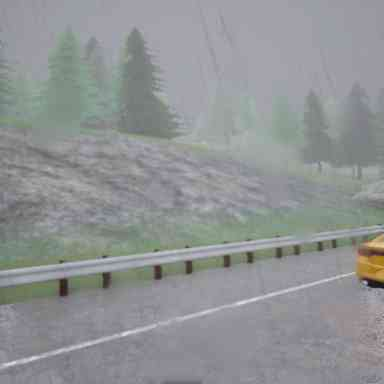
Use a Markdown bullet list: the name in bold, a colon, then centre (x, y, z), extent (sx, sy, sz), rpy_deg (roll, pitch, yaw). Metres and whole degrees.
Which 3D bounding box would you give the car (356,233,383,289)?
- **car**: centre (5.935, 1.476, 7.985), extent (5.008, 1.535, 1.882), rpy_deg (0, 0, -36)
